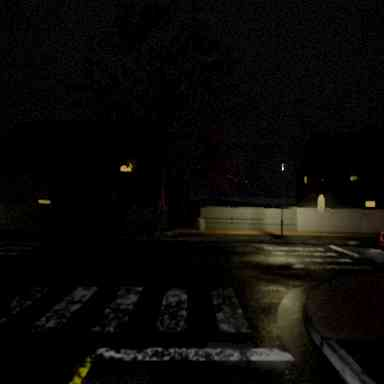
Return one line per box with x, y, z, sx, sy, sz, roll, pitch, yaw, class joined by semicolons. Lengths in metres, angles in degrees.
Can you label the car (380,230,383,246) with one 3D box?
10.475;1.647;13.939;4.553;1.767;2.097;1;0;-2;car
